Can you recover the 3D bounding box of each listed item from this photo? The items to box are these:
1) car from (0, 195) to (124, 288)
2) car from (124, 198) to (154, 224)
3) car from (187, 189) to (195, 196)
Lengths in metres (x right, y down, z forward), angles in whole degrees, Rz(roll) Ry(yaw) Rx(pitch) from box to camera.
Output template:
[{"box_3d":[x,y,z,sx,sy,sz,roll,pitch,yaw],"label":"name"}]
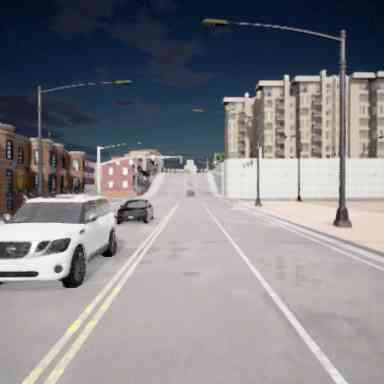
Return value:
[{"box_3d":[-3.631,1.116,9.322,2.150,2.045,5.566,0,0,0],"label":"car"},{"box_3d":[-3.663,1.210,22.340,1.882,1.535,5.008,0,1,0],"label":"car"},{"box_3d":[-0.323,0.102,81.457,2.128,1.511,4.902,0,6,0],"label":"car"}]
